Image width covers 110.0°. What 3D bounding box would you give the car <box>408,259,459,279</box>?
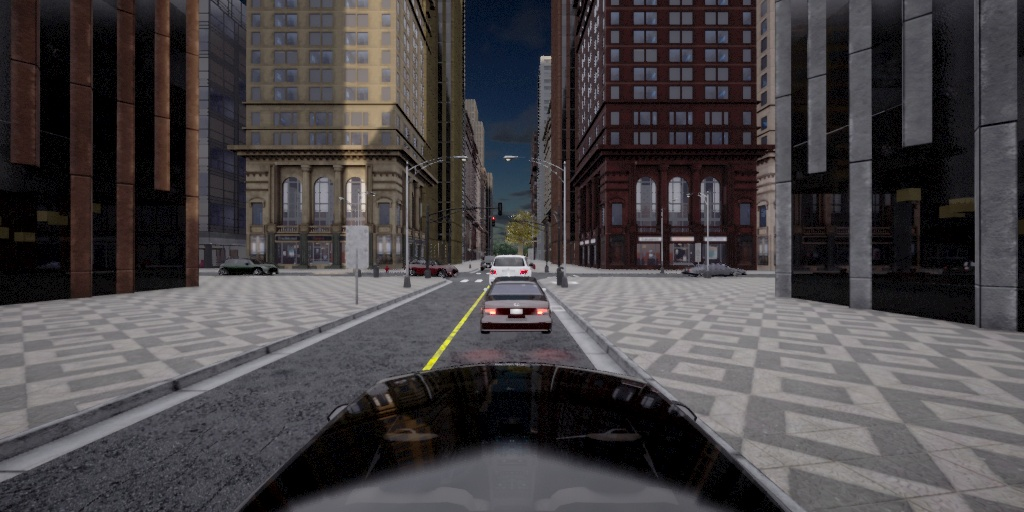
[{"bbox_3d":[-7.160,1.077,32.471,4.553,1.767,2.097,0,0,14],"label":"car"}]

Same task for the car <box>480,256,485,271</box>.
[{"bbox_3d":[-3.129,0.969,49.456,2.150,2.045,5.566,0,0,-1],"label":"car"}]

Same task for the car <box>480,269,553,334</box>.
[{"bbox_3d":[0.091,1.297,10.581,2.033,1.411,5.357,0,0,0],"label":"car"}]

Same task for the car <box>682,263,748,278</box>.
[{"bbox_3d":[18.723,1.352,33.320,5.357,1.411,2.033,0,0,0],"label":"car"}]

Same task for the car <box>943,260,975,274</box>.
[{"bbox_3d":[43.304,1.224,33.325,4.553,1.767,2.097,0,0,0],"label":"car"}]

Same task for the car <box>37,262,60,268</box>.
[{"bbox_3d":[-41.361,1.195,33.335,4.181,1.385,1.994,0,0,0],"label":"car"}]

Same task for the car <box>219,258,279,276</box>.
[{"bbox_3d":[-24.344,1.023,33.311,4.553,1.767,2.097,0,0,0],"label":"car"}]

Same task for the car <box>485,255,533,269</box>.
[{"bbox_3d":[0.017,0.971,20.826,2.150,2.045,5.566,0,0,4],"label":"car"}]
